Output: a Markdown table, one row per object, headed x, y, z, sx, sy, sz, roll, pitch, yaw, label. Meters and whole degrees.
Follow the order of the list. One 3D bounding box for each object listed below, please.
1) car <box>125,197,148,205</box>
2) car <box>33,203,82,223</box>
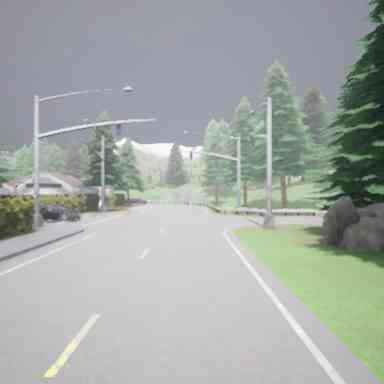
| x | y | z | sx | sy | sz | roll | pitch | yaw | label |
| --- | --- | --- | --- | --- | --- | --- | --- | --- | --- |
| -10.299 | 1.707 | 61.909 | 4.181 | 1.385 | 1.994 | 0 | 0 | 21 | car |
| -11.082 | 1.620 | 25.697 | 4.902 | 1.511 | 2.128 | 1 | 0 | 0 | car |
